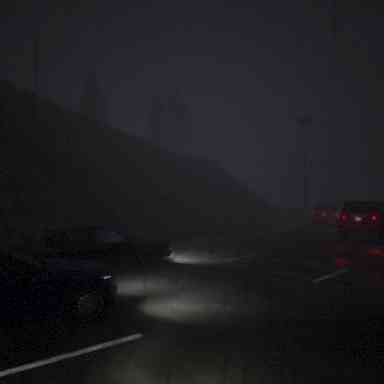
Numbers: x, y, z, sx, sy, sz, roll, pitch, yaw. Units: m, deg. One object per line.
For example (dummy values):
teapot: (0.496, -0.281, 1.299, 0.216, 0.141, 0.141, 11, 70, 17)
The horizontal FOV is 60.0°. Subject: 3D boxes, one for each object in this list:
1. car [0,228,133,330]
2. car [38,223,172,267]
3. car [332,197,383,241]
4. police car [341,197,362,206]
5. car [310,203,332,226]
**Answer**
car: (-3.581, 1.602, 5.628, 4.674, 1.442, 1.812, 0, -1, -36)
car: (-3.231, 1.682, 10.196, 5.357, 1.411, 2.033, 1, -1, -38)
car: (9.888, 1.458, 18.598, 2.150, 2.045, 5.566, 0, -1, 38)
police car: (31.269, 1.866, 65.470, 1.930, 1.638, 5.238, 0, -1, 5)
car: (10.867, 1.686, 26.284, 2.097, 1.767, 4.553, -1, -1, 32)
